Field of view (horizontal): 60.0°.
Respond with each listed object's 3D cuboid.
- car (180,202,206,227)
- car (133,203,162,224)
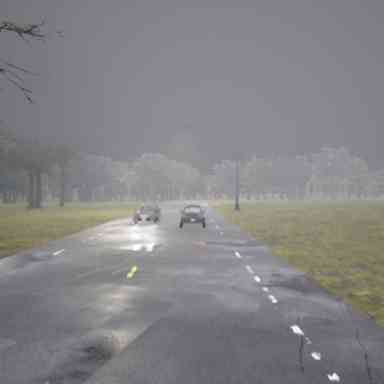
[{"bbox_3d":[0.062,1.735,24.698,1.812,1.442,4.674,0,0,0],"label":"car"},{"bbox_3d":[-3.558,1.711,27.204,2.128,1.511,4.902,0,0,0],"label":"car"}]
